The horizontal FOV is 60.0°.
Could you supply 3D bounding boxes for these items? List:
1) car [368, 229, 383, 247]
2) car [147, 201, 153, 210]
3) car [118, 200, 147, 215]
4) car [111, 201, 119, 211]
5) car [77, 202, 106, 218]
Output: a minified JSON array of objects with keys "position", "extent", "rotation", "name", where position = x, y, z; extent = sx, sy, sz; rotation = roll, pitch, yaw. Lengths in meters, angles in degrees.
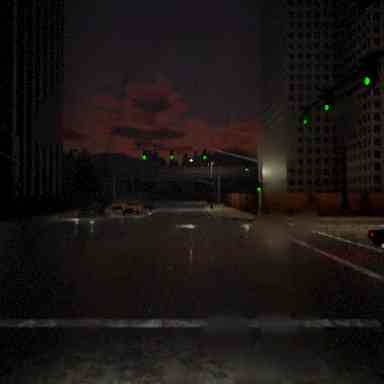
[{"position":[9.447,1.731,12.567],"extent":[4.718,1.301,1.895],"rotation":[0,-1,0],"name":"car"},{"position":[-7.108,2.063,51.761],"extent":[1.812,1.442,4.674],"rotation":[0,-1,0],"name":"car"},{"position":[-7.106,1.895,40.184],"extent":[1.882,1.535,5.008],"rotation":[0,-1,0],"name":"car"},{"position":[-10.614,1.991,49.422],"extent":[1.882,1.535,5.008],"rotation":[0,0,0],"name":"car"},{"position":[-10.612,1.846,35.448],"extent":[1.882,1.535,5.008],"rotation":[0,-1,0],"name":"car"}]
